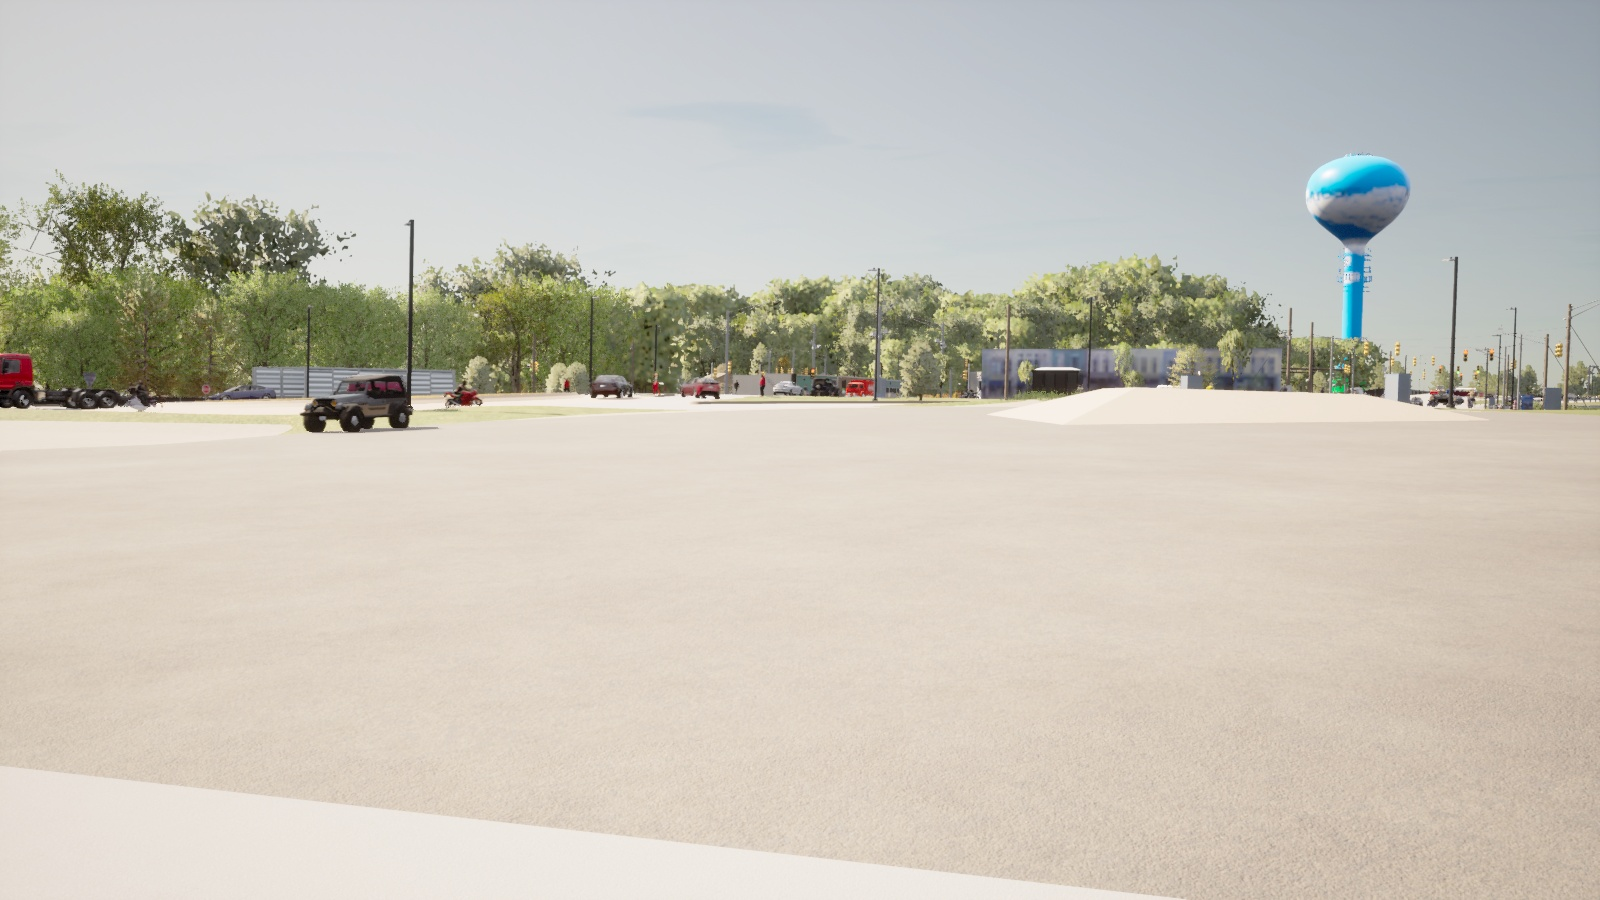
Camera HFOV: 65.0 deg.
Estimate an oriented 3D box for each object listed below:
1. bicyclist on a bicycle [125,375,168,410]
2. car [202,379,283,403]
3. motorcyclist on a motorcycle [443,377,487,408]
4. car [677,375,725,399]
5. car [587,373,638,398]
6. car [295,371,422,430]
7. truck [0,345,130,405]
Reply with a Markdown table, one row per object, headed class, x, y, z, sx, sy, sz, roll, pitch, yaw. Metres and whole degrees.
| class | x | y | z | sx | sy | sz | roll | pitch | yaw |
| --- | --- | --- | --- | --- | --- | --- | --- | --- | --- |
| bicyclist on a bicycle | -33.843 | -2.982 | 65.036 | 1.843 | 1.776 | 0.659 | 1 | 3 | -2 |
| car | -40.240 | -4.254 | 90.754 | 2.163 | 1.488 | 4.792 | -4 | 0 | 40 |
| motorcyclist on a motorcycle | -17.580 | -3.029 | 65.955 | 2.044 | 1.523 | 0.797 | -2 | 4 | 2 |
| car | -7.181 | -4.559 | 90.572 | 2.007 | 1.525 | 4.514 | 2 | 3 | -24 |
| car | -12.089 | -4.192 | 81.176 | 2.163 | 1.488 | 4.792 | 1 | 4 | 5 |
| car | -14.958 | -1.710 | 42.780 | 1.905 | 1.878 | 3.866 | 0 | 4 | 23 |
| truck | -47.058 | -4.667 | 79.220 | 2.891 | 3.462 | 7.936 | 3 | 3 | 37 |
